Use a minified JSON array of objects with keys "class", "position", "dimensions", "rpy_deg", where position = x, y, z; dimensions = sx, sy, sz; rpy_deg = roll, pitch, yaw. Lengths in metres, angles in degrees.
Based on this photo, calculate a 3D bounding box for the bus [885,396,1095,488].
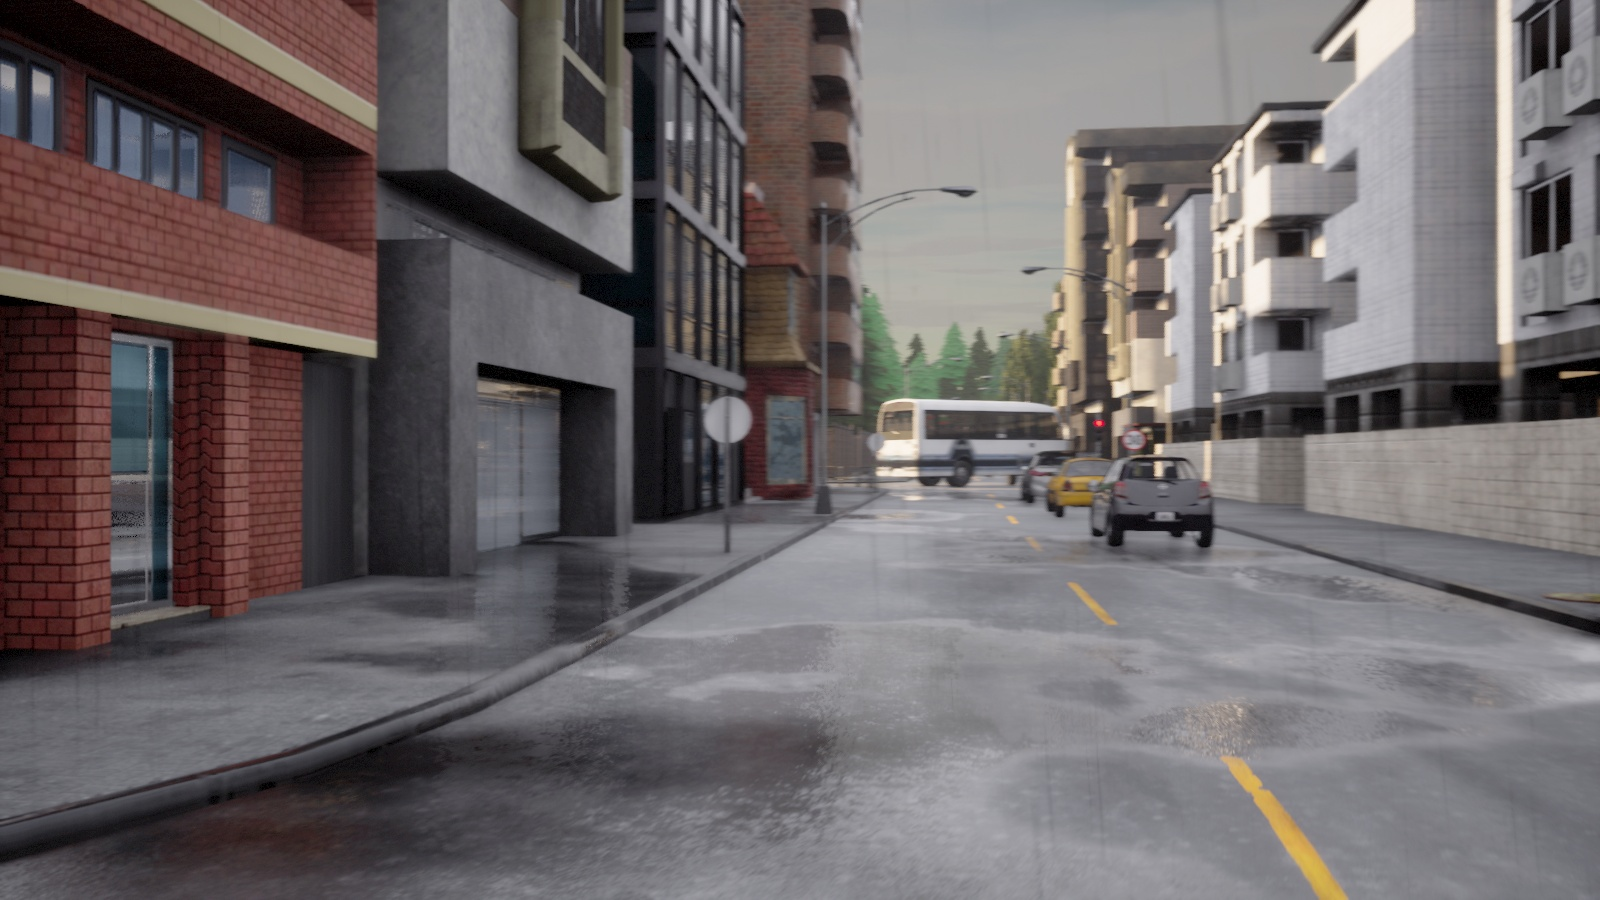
[{"class":"bus","position":[9.616,-0.376,62.949],"dimensions":[10.273,4.253,3.944],"rpy_deg":[0,-1,-32]}]

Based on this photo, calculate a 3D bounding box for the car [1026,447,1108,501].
[{"class":"car","position":[8.631,0.752,40.964],"dimensions":[2.242,1.667,4.611],"rpy_deg":[0,0,7]}]

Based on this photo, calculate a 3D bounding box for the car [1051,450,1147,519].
[{"class":"car","position":[7.361,0.805,31.346],"dimensions":[1.801,1.575,5.366],"rpy_deg":[0,0,8]}]

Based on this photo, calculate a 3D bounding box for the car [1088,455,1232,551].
[{"class":"car","position":[6.089,0.838,21.614],"dimensions":[1.845,1.501,3.633],"rpy_deg":[0,0,7]}]
